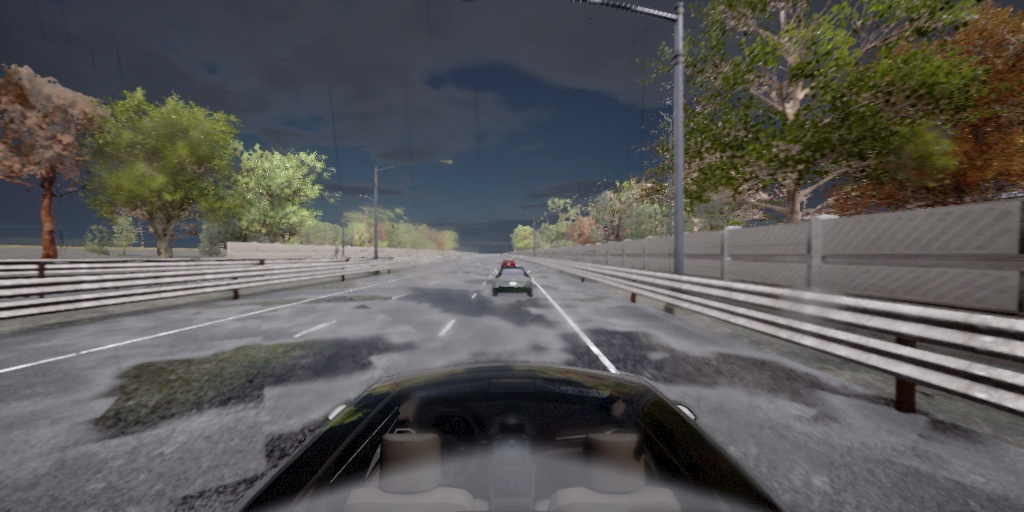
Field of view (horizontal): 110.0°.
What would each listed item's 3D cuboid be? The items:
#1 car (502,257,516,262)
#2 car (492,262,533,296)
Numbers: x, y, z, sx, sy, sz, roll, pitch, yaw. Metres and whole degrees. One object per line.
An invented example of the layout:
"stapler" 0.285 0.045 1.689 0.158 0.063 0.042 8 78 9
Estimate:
"car" -0.454 0.885 50.256 1.882 1.535 5.008 0 1 -1
"car" 0.032 1.208 18.347 1.994 1.385 4.181 0 0 0
